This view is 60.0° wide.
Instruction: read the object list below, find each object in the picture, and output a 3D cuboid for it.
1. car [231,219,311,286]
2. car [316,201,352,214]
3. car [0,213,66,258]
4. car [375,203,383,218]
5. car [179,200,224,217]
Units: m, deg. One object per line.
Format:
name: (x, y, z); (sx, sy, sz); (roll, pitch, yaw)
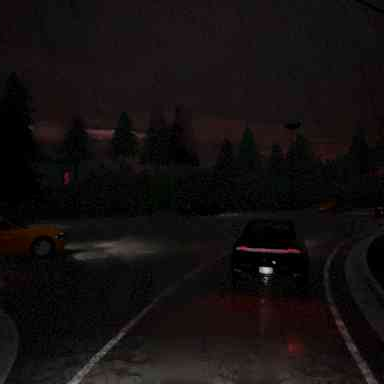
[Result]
car: (2.390, 1.553, 9.778); (2.128, 1.511, 4.902); (0, 0, 17)
car: (16.600, 1.743, 38.670); (5.008, 1.535, 1.882); (0, 0, -32)
car: (-6.997, 1.511, 11.437); (5.008, 1.535, 1.882); (0, 0, -32)
car: (19.852, 1.735, 32.445); (4.902, 1.511, 2.128); (1, 0, -32)
car: (1.009, 1.529, 33.006); (4.553, 1.767, 2.097); (0, 0, -32)
